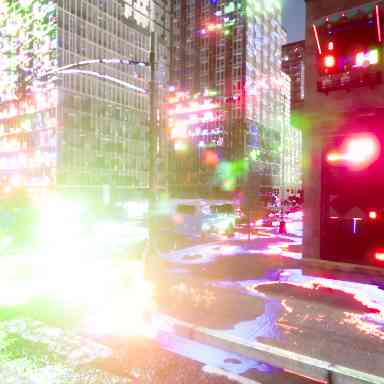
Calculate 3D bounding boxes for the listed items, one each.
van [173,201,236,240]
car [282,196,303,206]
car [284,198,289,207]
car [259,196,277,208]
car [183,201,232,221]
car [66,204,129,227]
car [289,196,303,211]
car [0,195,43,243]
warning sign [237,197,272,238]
[{"bbox_3d":[0.763,1.368,17.034,1.690,1.788,3.998,1,1,35],"label":"van"},{"bbox_3d":[16.160,1.364,53.365,1.752,1.417,4.829,1,1,35],"label":"car"},{"bbox_3d":[14.797,1.412,46.806,1.812,1.442,4.674,1,0,36],"label":"car"},{"bbox_3d":[9.875,1.293,44.465,1.967,1.590,4.097,1,1,35],"label":"car"},{"bbox_3d":[1.439,1.523,28.034,1.895,1.301,4.718,1,1,35],"label":"car"},{"bbox_3d":[-6.084,1.467,21.871,1.947,1.339,4.313,1,1,35],"label":"car"},{"bbox_3d":[13.488,1.507,39.548,1.994,1.385,4.181,1,1,35],"label":"car"},{"bbox_3d":[-9.332,1.167,14.126,5.566,2.045,2.150,0,1,-44],"label":"car"},{"bbox_3d":[3.048,1.177,16.147,1.300,1.860,1.060,1,1,35],"label":"warning sign"}]
